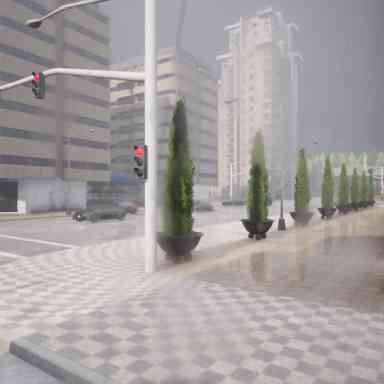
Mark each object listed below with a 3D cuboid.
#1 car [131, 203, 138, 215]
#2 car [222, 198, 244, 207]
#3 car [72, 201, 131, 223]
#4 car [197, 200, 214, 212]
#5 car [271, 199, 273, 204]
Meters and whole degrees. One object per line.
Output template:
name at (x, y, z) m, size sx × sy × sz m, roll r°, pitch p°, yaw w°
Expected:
car at (-7.224, 1.581, 32.266) m, size 1.812 × 1.442 × 4.674 m, roll 0°, pitch 0°, yaw 34°
car at (6.512, 1.656, 52.134) m, size 1.895 × 1.301 × 4.718 m, roll 0°, pitch 0°, yaw 35°
car at (-7.207, 1.619, 26.147) m, size 1.994 × 1.385 × 4.181 m, roll 0°, pitch 0°, yaw 35°
car at (0.718, 1.619, 37.660) m, size 1.994 × 1.385 × 4.181 m, roll 0°, pitch 0°, yaw 35°
car at (10.835, 1.331, 52.205) m, size 2.150 × 2.045 × 5.566 m, roll 0°, pitch 0°, yaw 35°
